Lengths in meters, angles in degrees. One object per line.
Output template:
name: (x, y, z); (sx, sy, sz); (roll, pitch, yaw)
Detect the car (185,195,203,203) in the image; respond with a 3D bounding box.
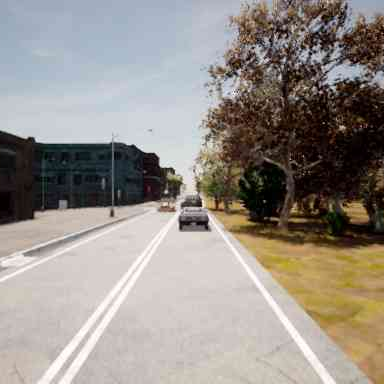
car: (0.245, 1.401, 42.731); (2.150, 2.045, 5.566); (0, 0, 1)

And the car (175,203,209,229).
car: (0.102, 1.654, 22.216); (1.895, 1.301, 4.718); (0, 0, 0)

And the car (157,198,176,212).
car: (-3.129, 1.535, 41.334); (2.097, 1.767, 4.553); (0, 0, 1)
